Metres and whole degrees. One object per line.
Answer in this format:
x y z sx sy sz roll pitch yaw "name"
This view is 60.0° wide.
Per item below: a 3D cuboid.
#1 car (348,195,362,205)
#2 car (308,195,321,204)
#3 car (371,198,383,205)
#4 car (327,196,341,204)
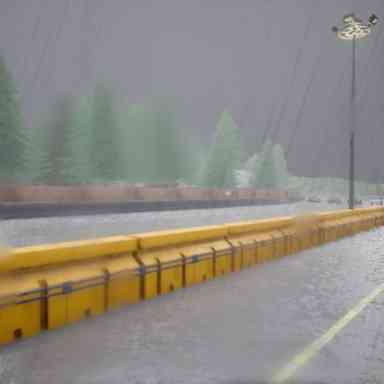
29.796 1.374 60.668 2.097 1.767 4.553 1 0 30 "car"
23.435 1.416 63.645 1.837 1.490 4.892 1 1 30 "car"
32.752 1.671 58.793 1.895 1.301 4.718 1 0 30 "car"
26.606 1.527 62.170 1.994 1.385 4.181 1 0 30 "car"
